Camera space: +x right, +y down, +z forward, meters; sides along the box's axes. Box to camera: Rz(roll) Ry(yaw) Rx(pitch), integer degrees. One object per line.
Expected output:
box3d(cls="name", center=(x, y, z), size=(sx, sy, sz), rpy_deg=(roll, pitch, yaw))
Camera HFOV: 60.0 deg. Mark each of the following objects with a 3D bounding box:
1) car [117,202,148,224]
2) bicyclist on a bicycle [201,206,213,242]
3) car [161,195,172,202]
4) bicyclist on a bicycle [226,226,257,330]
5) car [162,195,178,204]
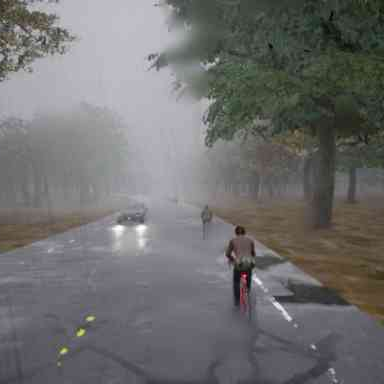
box3d(cls="car", center=(-4.307, 1.500, 24.605), size=(1.837, 1.490, 4.892), rpy_deg=(0, 0, -3))
box3d(cls="bicyclist on a bicycle", center=(0.679, 1.448, 15.026), size=(0.582, 1.620, 1.656), rpy_deg=(0, 0, -2))
box3d(cls="car", center=(-5.684, 1.464, 73.925), size=(1.895, 1.301, 4.718), rpy_deg=(0, 0, -9))
box3d(cls="bicyclist on a bicycle", center=(0.893, 1.453, 5.979), size=(0.582, 1.620, 1.656), rpy_deg=(0, 0, -1))
box3d(cls="car", center=(-3.865, 1.263, 61.252), size=(2.097, 1.767, 4.553), rpy_deg=(0, 0, -8))
